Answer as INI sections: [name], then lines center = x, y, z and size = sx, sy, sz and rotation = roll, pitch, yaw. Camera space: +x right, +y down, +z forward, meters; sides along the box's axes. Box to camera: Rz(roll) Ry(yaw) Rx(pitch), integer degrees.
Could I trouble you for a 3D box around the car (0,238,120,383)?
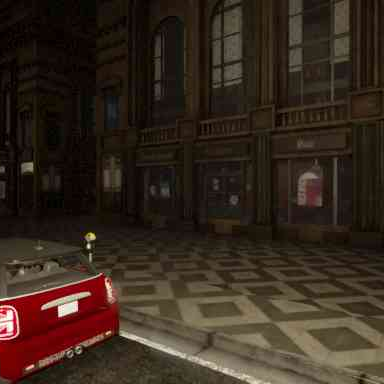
[car]
center = -3.080, 1.440, 5.165
size = 4.097, 1.590, 1.967
rotation = 0, 0, 36
